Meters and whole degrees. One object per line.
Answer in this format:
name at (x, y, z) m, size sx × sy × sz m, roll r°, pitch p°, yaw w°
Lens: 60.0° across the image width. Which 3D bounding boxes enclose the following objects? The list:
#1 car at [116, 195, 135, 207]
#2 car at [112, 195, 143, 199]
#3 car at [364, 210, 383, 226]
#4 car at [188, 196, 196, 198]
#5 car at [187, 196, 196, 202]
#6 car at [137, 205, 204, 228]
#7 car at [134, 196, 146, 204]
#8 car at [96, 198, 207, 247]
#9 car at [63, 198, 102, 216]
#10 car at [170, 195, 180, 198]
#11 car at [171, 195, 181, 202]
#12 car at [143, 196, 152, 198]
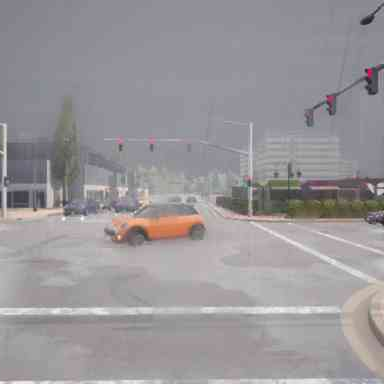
car at (-10.646, 1.350, 53.334) m, size 2.097 × 1.767 × 4.553 m, roll 0°, pitch 0°, yaw 0°
car at (-7.130, 1.351, 37.184) m, size 2.097 × 1.767 × 4.553 m, roll 0°, pitch 0°, yaw 0°
car at (13.940, 1.525, 22.032) m, size 4.674 × 1.442 × 1.812 m, roll 0°, pitch 0°, yaw -2°
car at (-0.075, 1.490, 64.652) m, size 2.128 × 1.511 × 4.902 m, roll 0°, pitch 0°, yaw 0°
car at (-0.088, 1.466, 74.958) m, size 1.895 × 1.301 × 4.718 m, roll 0°, pitch 0°, yaw 0°
car at (-1.349, 1.564, 21.792) m, size 4.181 × 1.385 × 1.994 m, roll 0°, pitch 0°, yaw 0°
car at (-10.583, 1.519, 68.077) m, size 1.837 × 1.490 × 4.892 m, roll 0°, pitch 0°, yaw 0°
car at (-1.628, 1.352, 15.065) m, size 4.553 × 1.767 × 2.097 m, roll 0°, pitch 0°, yaw -34°
car at (-10.714, 1.351, 32.341) m, size 2.097 × 1.767 × 4.553 m, roll 0°, pitch 0°, yaw 2°
car at (-3.575, 1.546, 64.648) m, size 2.033 × 1.411 × 5.357 m, roll 0°, pitch 0°, yaw 0°
car at (-3.587, 1.424, 74.922) m, size 1.994 × 1.385 × 4.181 m, roll 0°, pitch 0°, yaw 0°
car at (-7.139, 1.477, 46.306) m, size 1.882 × 1.535 × 5.008 m, roll 0°, pitch 0°, yaw 0°
